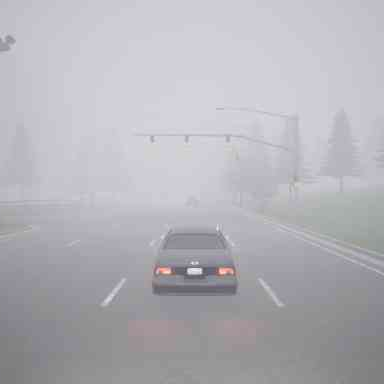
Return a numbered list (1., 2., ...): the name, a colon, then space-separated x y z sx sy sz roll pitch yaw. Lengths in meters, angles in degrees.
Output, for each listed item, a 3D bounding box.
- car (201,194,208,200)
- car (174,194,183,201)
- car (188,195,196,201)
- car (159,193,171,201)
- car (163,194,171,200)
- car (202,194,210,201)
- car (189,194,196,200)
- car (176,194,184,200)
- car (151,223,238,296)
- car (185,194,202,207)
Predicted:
1. car: 3.556 1.310 93.912 1.882 1.535 5.008 0 0 0
2. car: -3.450 1.516 83.913 1.812 1.442 4.674 0 0 0
3. car: 0.050 1.531 83.494 2.033 1.411 5.357 0 0 0
4. car: -6.950 1.216 83.528 2.150 2.045 5.566 0 0 0
5. car: -6.944 1.384 93.918 1.994 1.385 4.181 0 0 0
6. car: 3.550 1.491 83.492 1.837 1.490 4.892 0 0 0
7. car: 0.056 1.310 93.914 1.882 1.535 5.008 0 0 0
8. car: -3.444 1.357 93.916 2.128 1.511 4.902 0 0 0
9. car: 0.072 1.547 8.812 2.033 1.411 5.357 0 0 0
10. car: 0.029 1.351 52.851 2.097 1.767 4.553 0 0 0
